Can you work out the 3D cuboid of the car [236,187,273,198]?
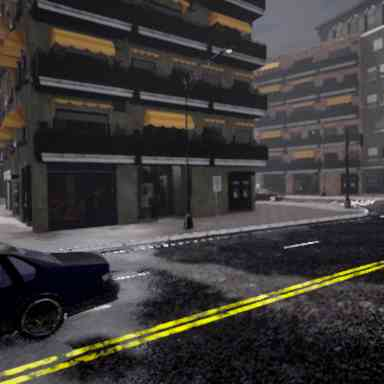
[{"bbox_3d":[8.301,0.039,44.194,4.403,1.369,2.008,1,1,38],"label":"car"}]

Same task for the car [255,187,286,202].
[{"bbox_3d":[7.404,0.337,34.219,4.403,1.369,2.008,1,1,38],"label":"car"}]

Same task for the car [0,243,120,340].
[{"bbox_3d":[-3.849,1.555,4.924,5.357,1.411,2.033,-2,1,-35],"label":"car"}]
